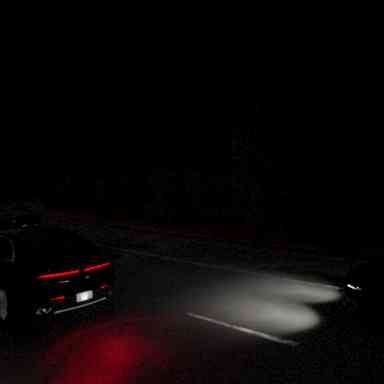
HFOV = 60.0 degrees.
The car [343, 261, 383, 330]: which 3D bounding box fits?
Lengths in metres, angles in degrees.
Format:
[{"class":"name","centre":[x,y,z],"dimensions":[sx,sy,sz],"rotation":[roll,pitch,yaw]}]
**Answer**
[{"class":"car","centre":[4.907,1.527,4.907],"dimensions":[4.892,1.490,1.837],"rotation":[0,0,35]}]

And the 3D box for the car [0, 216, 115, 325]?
[{"class":"car","centre":[-3.658,1.512,7.204],"dimensions":[4.892,1.490,1.837],"rotation":[0,0,41]}]

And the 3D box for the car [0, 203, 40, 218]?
[{"class":"car","centre":[-9.677,1.535,18.057],"dimensions":[1.812,1.442,4.674],"rotation":[0,0,-42]}]
